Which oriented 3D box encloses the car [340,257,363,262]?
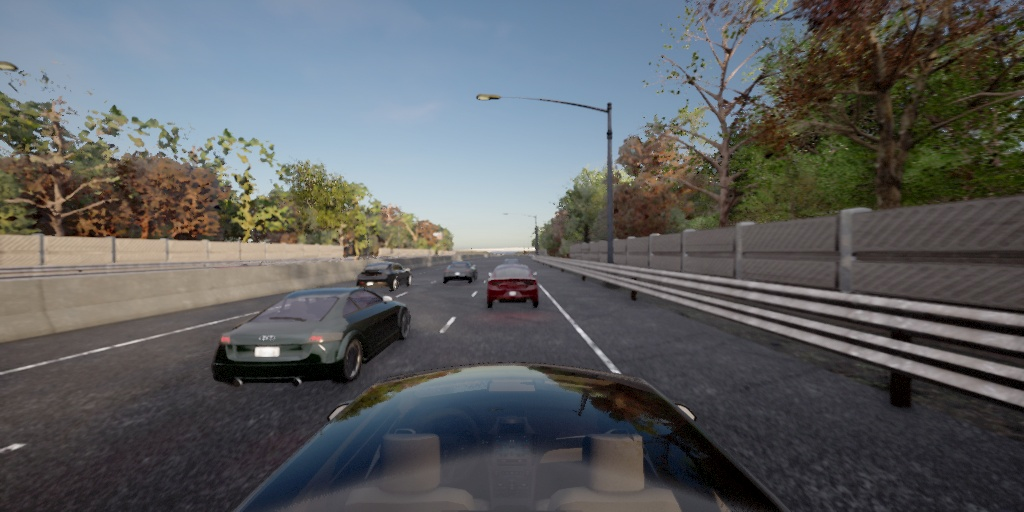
[{"bbox_3d":[-21.223,0.898,47.597,1.882,1.535,5.008,0,0,0],"label":"car"}]

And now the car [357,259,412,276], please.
[{"bbox_3d":[-6.976,1.097,20.060,1.837,1.490,4.892,0,1,0],"label":"car"}]

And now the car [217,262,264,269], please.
[{"bbox_3d":[-24.723,1.197,33.183,1.895,1.301,4.718,0,1,0],"label":"car"}]

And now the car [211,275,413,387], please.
[{"bbox_3d":[-3.418,1.279,7.001,1.994,1.385,4.181,0,1,0],"label":"car"}]

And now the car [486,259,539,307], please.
[{"bbox_3d":[0.033,1.075,14.593,1.882,1.535,5.008,0,1,0],"label":"car"}]

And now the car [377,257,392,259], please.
[{"bbox_3d":[-17.716,0.865,49.528,2.128,1.511,4.902,0,0,0],"label":"car"}]

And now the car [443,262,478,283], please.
[{"bbox_3d":[-3.495,1.075,24.881,1.994,1.385,4.181,0,1,0],"label":"car"}]
